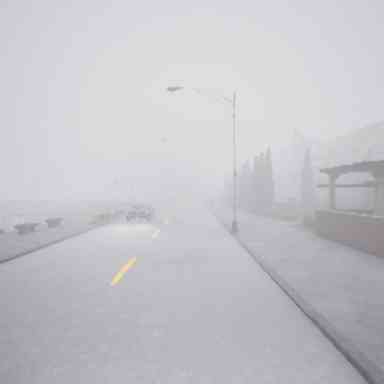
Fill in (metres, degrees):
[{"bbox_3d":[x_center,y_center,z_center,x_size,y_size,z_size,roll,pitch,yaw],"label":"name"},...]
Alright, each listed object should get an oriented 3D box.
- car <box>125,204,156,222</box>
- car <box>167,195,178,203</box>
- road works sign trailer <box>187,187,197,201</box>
[{"bbox_3d":[-4.092,1.628,26.937,1.895,1.301,4.718,0,0,0],"label":"car"},{"bbox_3d":[-3.985,1.423,69.167,2.097,1.767,4.553,0,0,0],"label":"car"},{"bbox_3d":[0.019,0.550,85.348,2.380,3.560,2.880,0,0,0],"label":"road works sign trailer"}]
